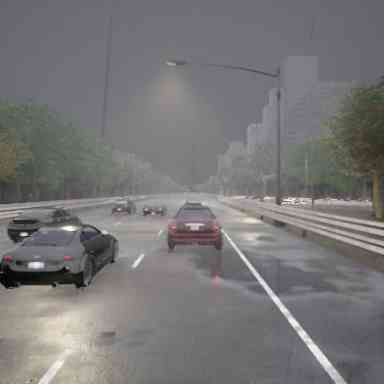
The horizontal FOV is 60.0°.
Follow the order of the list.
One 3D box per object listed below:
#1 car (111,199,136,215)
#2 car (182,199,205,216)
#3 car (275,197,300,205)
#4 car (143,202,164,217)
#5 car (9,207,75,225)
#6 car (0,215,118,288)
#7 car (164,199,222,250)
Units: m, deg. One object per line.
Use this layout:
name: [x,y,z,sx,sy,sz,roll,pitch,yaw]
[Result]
car: [-6.889,1.485,33.870,1.812,1.442,4.674,0,0,0]
car: [0.112,1.453,32.745,2.128,1.511,4.902,0,0,0]
car: [17.046,1.569,59.640,2.128,1.511,4.902,0,1,-33]
car: [-3.388,1.565,31.356,1.895,1.301,4.718,0,0,0]
car: [-6.895,1.496,16.047,1.837,1.490,4.892,0,0,0]
car: [-3.398,1.563,9.261,1.994,1.385,4.181,0,0,0]
car: [0.106,1.345,14.415,2.097,1.767,4.553,0,0,0]
